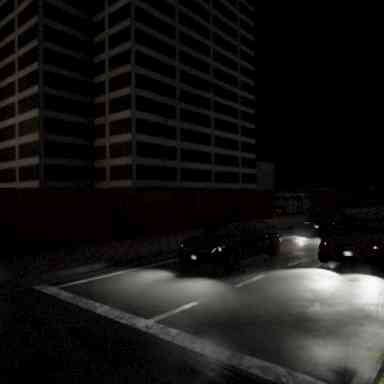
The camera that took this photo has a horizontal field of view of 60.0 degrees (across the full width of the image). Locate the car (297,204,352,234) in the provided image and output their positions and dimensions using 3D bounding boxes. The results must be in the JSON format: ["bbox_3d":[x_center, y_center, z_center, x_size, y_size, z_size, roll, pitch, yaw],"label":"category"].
[{"bbox_3d":[8.159,1.600,19.468,1.837,1.490,4.892,-1,-1,40],"label":"car"}]

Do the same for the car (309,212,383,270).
[{"bbox_3d":[5.815,1.608,11.233,1.994,1.385,4.181,-1,-1,40],"label":"car"}]

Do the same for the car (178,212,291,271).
[{"bbox_3d":[1.518,1.625,11.523,1.812,1.442,4.674,-1,-1,39],"label":"car"}]
